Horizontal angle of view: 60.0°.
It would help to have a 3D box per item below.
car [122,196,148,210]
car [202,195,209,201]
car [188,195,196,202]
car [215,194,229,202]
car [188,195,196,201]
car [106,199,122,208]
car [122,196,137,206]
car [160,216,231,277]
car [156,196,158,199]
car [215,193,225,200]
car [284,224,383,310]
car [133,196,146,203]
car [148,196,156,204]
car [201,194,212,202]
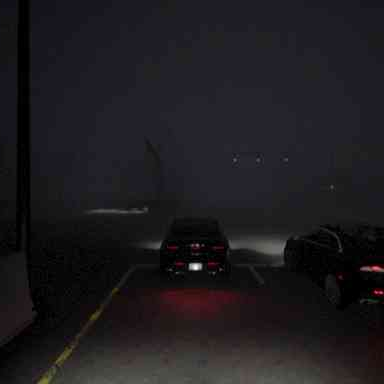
[{"bbox_3d":[-7.098,1.501,41.572,1.812,1.442,4.674,0,0,0],"label":"car"},{"bbox_3d":[3.504,1.440,86.688,1.837,1.490,4.892,0,0,1],"label":"car"},{"bbox_3d":[0.004,1.474,73.834,2.128,1.511,4.902,0,0,0],"label":"car"},{"bbox_3d":[7.002,1.301,74.942,2.097,1.767,4.553,0,0,0],"label":"car"},{"bbox_3d":[0.003,1.481,84.139,2.033,1.411,5.357,0,0,0],"label":"car"},{"bbox_3d":[-10.594,1.572,46.280,1.895,1.301,4.718,0,0,0],"label":"car"},{"bbox_3d":[-10.560,1.489,56.455,1.812,1.442,4.674,0,0,-1],"label":"car"},{"bbox_3d":[0.090,1.504,10.246,1.837,1.490,4.892,0,0,0],"label":"car"},{"bbox_3d":[-7.009,1.506,63.274,2.033,1.411,5.357,0,0,0],"label":"car"},{"bbox_3d":[7.003,1.186,84.112,2.097,1.767,4.553,0,0,0],"label":"car"},{"bbox_3d":[3.589,1.493,7.767,2.128,1.511,4.902,0,0,0],"label":"car"},{"bbox_3d":[-10.498,1.481,66.739,1.812,1.442,4.674,0,0,0],"label":"car"},{"bbox_3d":[-7.087,1.569,50.673,1.895,1.301,4.718,0,0,0],"label":"car"},{"bbox_3d":[3.502,1.303,76.407,2.097,1.767,4.553,0,0,0],"label":"car"}]
